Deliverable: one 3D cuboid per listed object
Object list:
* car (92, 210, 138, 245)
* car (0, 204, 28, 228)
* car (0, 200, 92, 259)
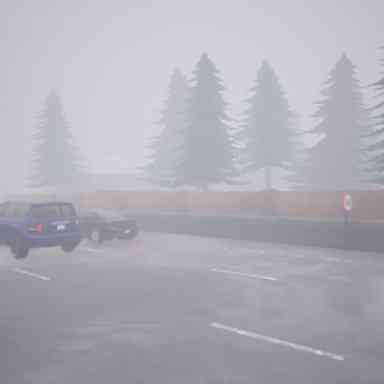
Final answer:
[{"bbox_3d":[-4.774,1.615,16.440,5.008,1.535,1.882,0,0,41],"label":"car"},{"bbox_3d":[-14.550,1.758,25.490,2.128,1.511,4.902,0,0,-44],"label":"car"},{"bbox_3d":[-6.663,1.349,13.436,5.566,2.045,2.150,-1,0,40],"label":"car"}]
